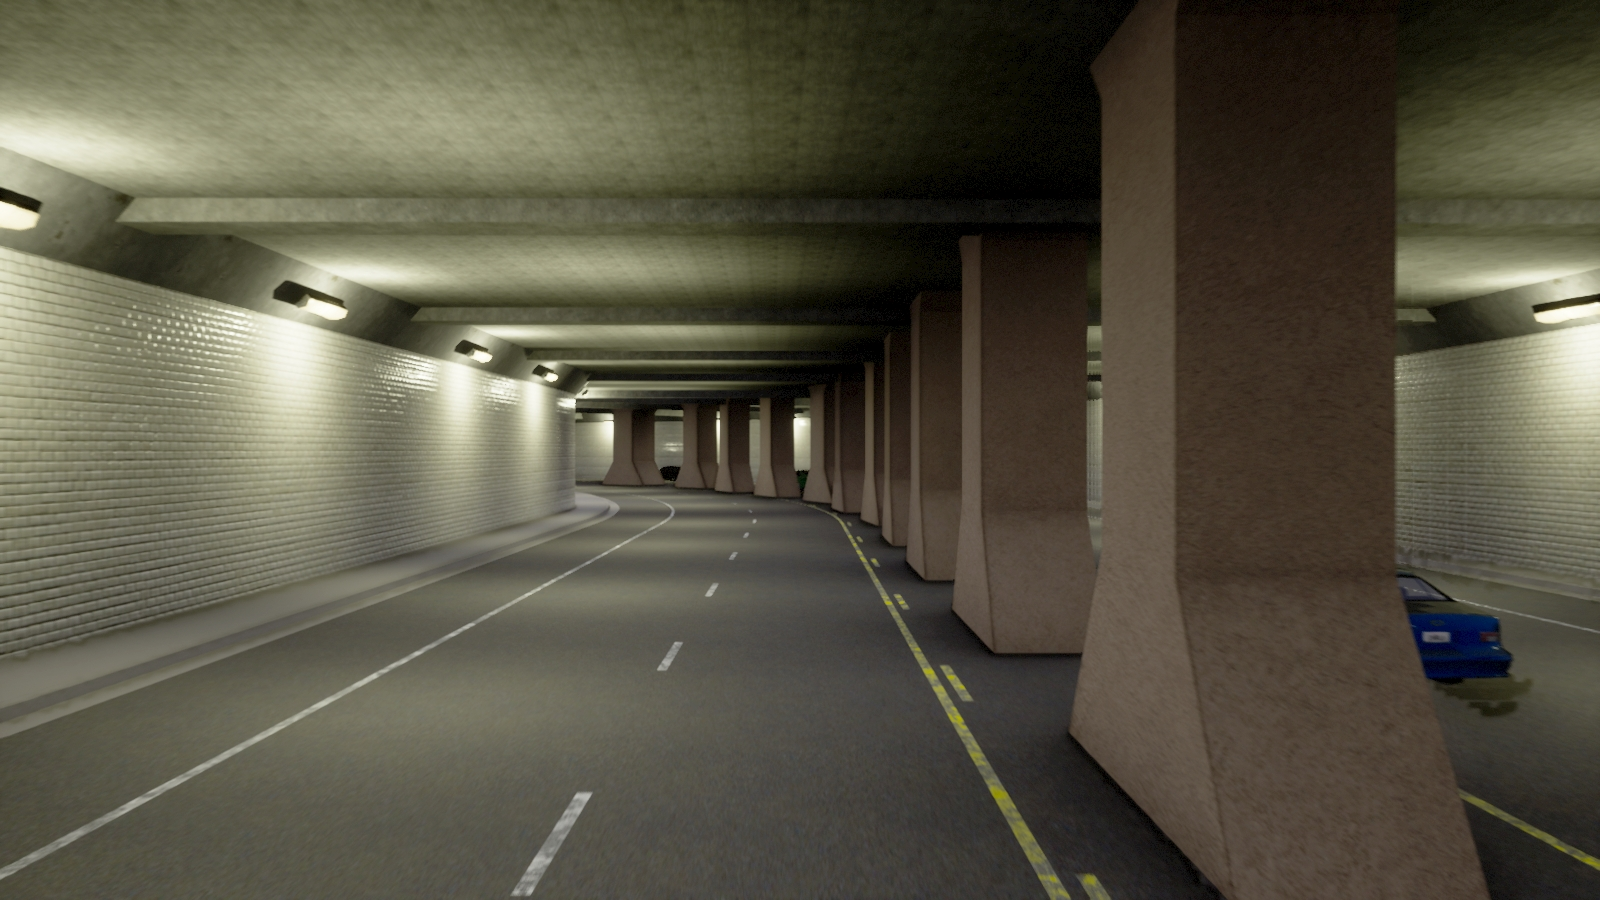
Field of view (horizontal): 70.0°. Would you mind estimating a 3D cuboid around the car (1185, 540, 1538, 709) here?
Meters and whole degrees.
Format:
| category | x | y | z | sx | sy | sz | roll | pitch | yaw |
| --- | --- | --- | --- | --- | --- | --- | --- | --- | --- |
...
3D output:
| category | x | y | z | sx | sy | sz | roll | pitch | yaw |
| --- | --- | --- | --- | --- | --- | --- | --- | --- | --- |
| car | 6.996 | 2.106 | 15.075 | 2.033 | 1.411 | 5.357 | 0 | 0 | 0 |
